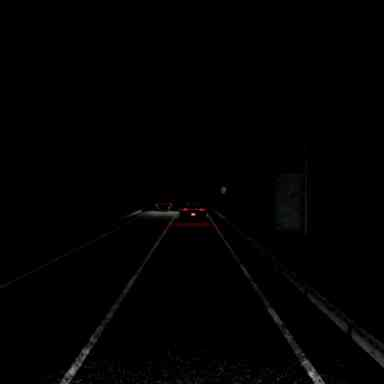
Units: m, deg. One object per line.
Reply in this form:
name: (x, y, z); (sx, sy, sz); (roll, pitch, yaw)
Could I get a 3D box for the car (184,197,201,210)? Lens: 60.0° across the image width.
car: (0.091, 1.398, 42.851); (2.033, 1.411, 5.357); (0, 0, 0)

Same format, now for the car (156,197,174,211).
car: (-3.101, 1.346, 38.722); (1.882, 1.535, 5.008); (0, 0, 0)

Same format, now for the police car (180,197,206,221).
police car: (0.095, 1.431, 26.184); (2.038, 1.542, 4.974); (0, 0, 0)
